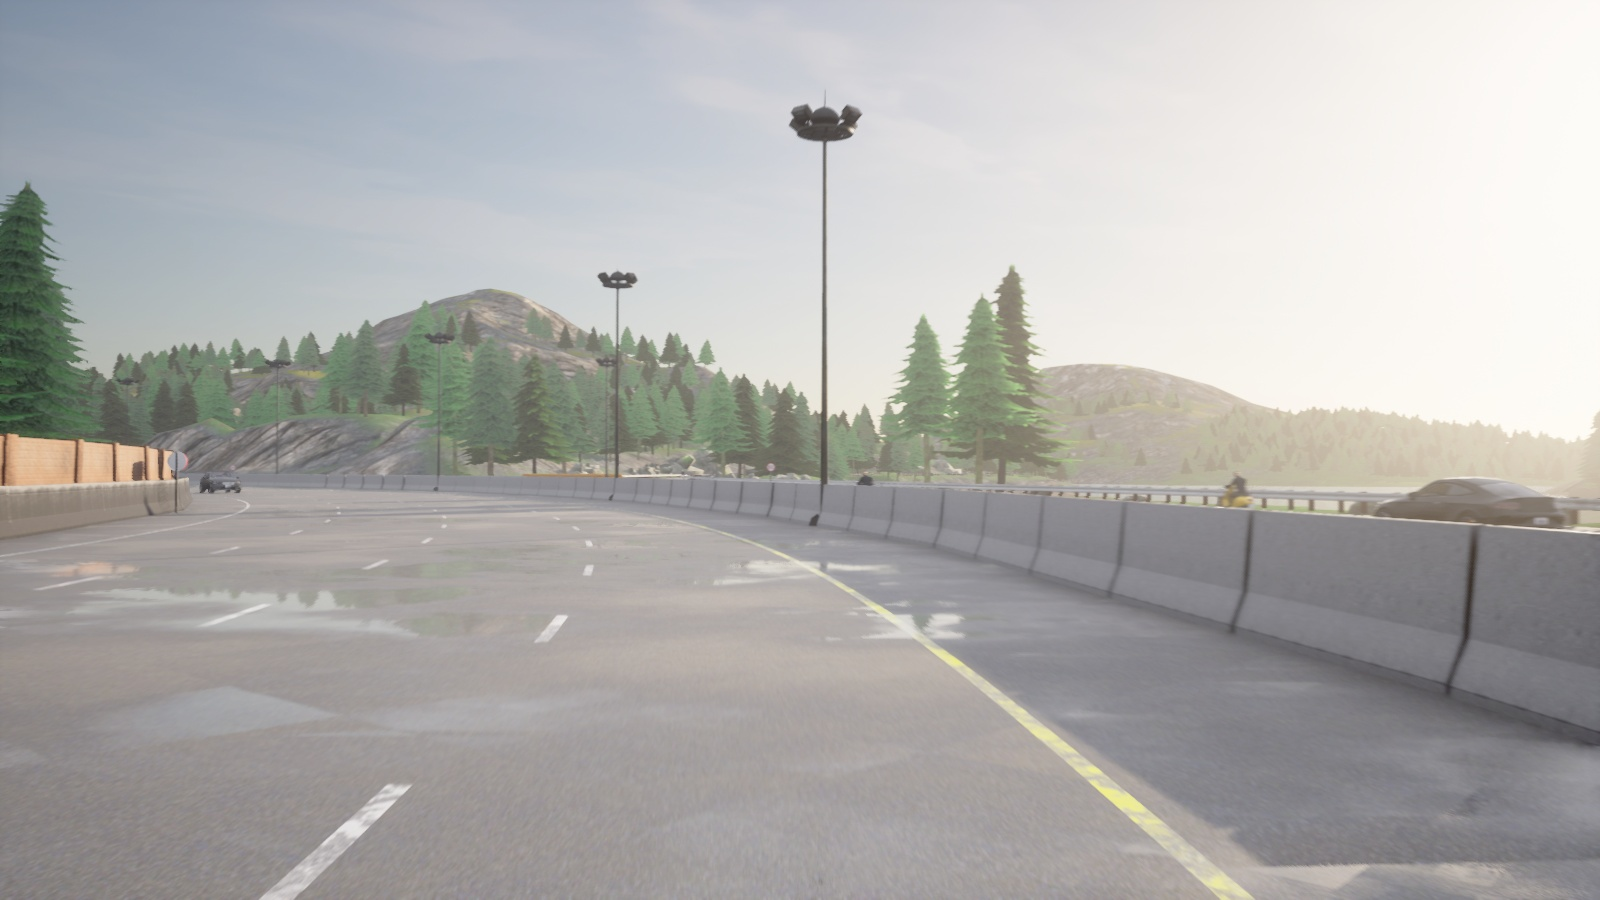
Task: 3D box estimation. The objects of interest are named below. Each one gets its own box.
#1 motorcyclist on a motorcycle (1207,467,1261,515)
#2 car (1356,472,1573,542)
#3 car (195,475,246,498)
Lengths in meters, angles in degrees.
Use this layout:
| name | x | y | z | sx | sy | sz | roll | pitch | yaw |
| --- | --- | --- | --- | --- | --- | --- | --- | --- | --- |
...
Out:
| name | x | y | z | sx | sy | sz | roll | pitch | yaw |
| --- | --- | --- | --- | --- | --- | --- | --- | --- | --- |
| motorcyclist on a motorcycle | 14.991 | 1.396 | 43.426 | 0.866 | 1.590 | 1.817 | -1 | -1 | -15 |
| car | 14.794 | 1.217 | 28.316 | 1.812 | 1.442 | 4.674 | 0 | -1 | -10 |
| car | -38.448 | 2.407 | 83.326 | 2.128 | 1.511 | 4.902 | 0 | -1 | -36 |
